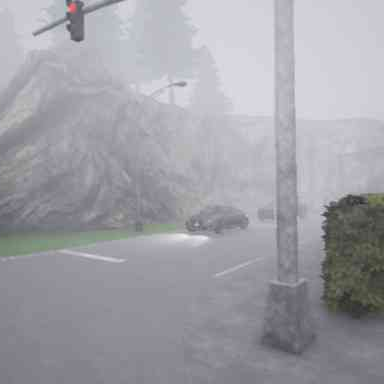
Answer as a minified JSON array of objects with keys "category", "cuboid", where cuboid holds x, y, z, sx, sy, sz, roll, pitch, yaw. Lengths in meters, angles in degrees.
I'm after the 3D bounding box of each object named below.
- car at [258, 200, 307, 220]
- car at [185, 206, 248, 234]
[{"category":"car","cuboid":[7.018,1.284,25.584,1.882,1.535,5.008,-1,0,45]},{"category":"car","cuboid":[1.446,1.476,18.633,1.994,1.385,4.181,-1,0,38]}]
